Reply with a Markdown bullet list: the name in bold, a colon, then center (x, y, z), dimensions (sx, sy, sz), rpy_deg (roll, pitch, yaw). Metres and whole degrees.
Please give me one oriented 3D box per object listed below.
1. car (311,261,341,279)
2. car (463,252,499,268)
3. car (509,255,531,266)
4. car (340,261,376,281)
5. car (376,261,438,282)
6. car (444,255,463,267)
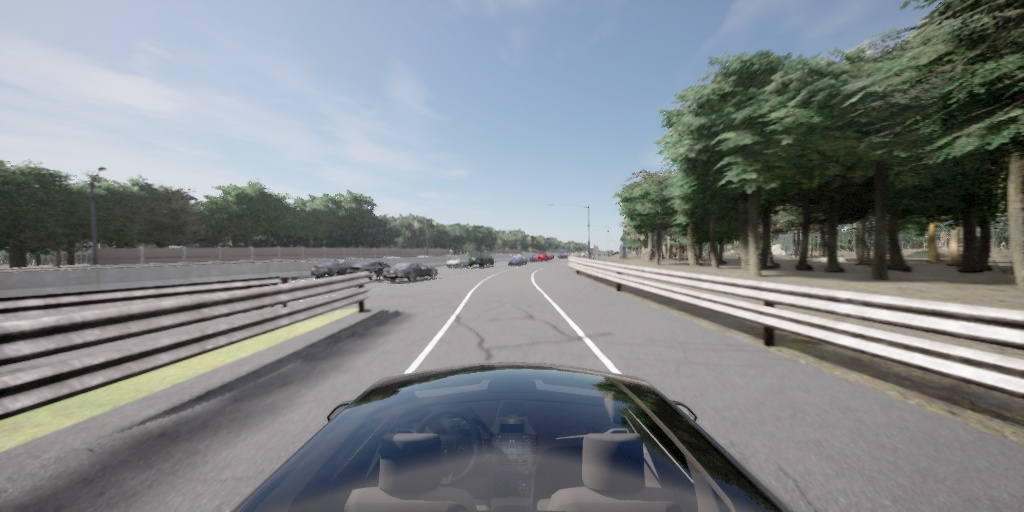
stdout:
- **car**: center (-14.464, 1.163, 30.243), dimensions (2.128, 1.511, 4.902), rpy_deg (0, 1, 18)
- **car**: center (-4.239, 0.526, 50.139), dimensions (2.150, 2.045, 5.566), rpy_deg (0, 1, 18)
- **car**: center (0.950, 0.756, 54.705), dimensions (1.994, 1.385, 4.181), rpy_deg (0, 1, 18)
- **car**: center (-11.140, 1.154, 29.148), dimensions (1.837, 1.490, 4.892), rpy_deg (0, 1, 18)
- **car**: center (-7.816, 1.176, 28.049), dimensions (2.033, 1.411, 5.357), rpy_deg (0, 1, 18)
- **car**: center (-7.567, 0.928, 51.215), dimensions (1.895, 1.301, 4.718), rpy_deg (0, 1, 18)
